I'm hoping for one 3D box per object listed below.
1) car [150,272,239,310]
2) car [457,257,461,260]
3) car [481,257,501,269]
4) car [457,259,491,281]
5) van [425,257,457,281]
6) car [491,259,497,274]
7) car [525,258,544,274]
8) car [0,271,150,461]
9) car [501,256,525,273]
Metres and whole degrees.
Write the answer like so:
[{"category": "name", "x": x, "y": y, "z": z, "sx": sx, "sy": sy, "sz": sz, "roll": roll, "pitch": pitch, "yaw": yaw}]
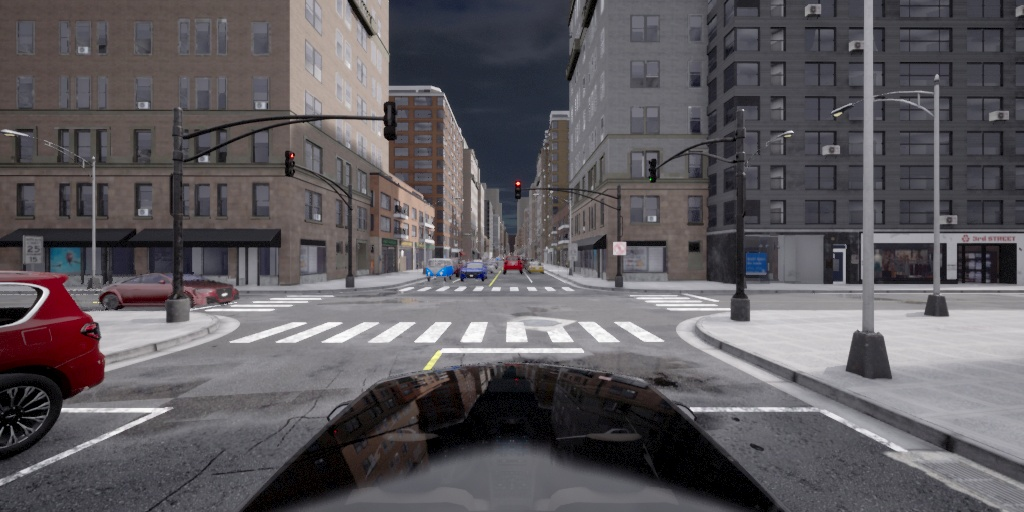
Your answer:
[{"category": "car", "x": -13.163, "y": 1.320, "z": 13.934, "sx": 4.181, "sy": 1.385, "sz": 1.994, "roll": 0, "pitch": 0, "yaw": 0}, {"category": "car", "x": -5.836, "y": 1.061, "z": 34.727, "sx": 2.192, "sy": 1.841, "sz": 5.009, "roll": 0, "pitch": 0, "yaw": 0}, {"category": "car", "x": -3.042, "y": 1.234, "z": 53.916, "sx": 2.128, "sy": 1.511, "sz": 4.902, "roll": 0, "pitch": 0, "yaw": 0}, {"category": "car", "x": -3.081, "y": 1.225, "z": 29.707, "sx": 1.882, "sy": 1.535, "sz": 5.008, "roll": 0, "pitch": 0, "yaw": 0}, {"category": "van", "x": -5.839, "y": 1.088, "z": 29.131, "sx": 1.690, "sy": 1.789, "sz": 3.998, "roll": 0, "pitch": 0, "yaw": 0}, {"category": "car", "x": -3.072, "y": 1.346, "z": 41.061, "sx": 1.895, "sy": 1.301, "sz": 4.718, "roll": 0, "pitch": 0, "yaw": 0}, {"category": "car", "x": 2.694, "y": 1.271, "z": 40.511, "sx": 1.751, "sy": 1.417, "sz": 4.829, "roll": 0, "pitch": 0, "yaw": 0}, {"category": "car", "x": -5.857, "y": 1.065, "z": 2.183, "sx": 2.192, "sy": 1.841, "sz": 5.009, "roll": 0, "pitch": 0, "yaw": 0}, {"category": "car", "x": 0.129, "y": 0.966, "z": 42.428, "sx": 2.150, "sy": 2.045, "sz": 5.566, "roll": 0, "pitch": 0, "yaw": 0}]
